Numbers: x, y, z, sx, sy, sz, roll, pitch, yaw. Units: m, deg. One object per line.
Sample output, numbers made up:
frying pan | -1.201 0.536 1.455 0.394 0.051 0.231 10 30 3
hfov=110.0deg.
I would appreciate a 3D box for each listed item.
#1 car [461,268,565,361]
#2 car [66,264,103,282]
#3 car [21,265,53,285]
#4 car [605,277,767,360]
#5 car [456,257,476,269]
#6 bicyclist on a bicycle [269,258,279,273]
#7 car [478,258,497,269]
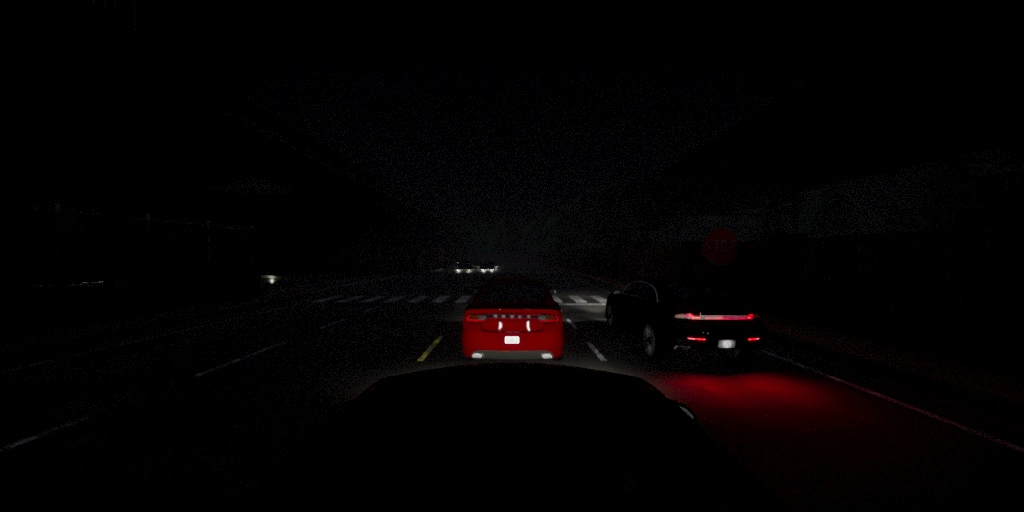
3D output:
car | 0.059 1.221 8.336 1.882 1.535 5.008 0 0 1
car | -34.015 1.288 27.260 4.181 1.385 1.994 0 0 -1
car | -34.449 1.219 23.756 4.902 1.511 2.128 0 0 -1
car | 3.558 1.235 8.332 2.128 1.511 4.902 0 0 0
car | -7.122 1.050 53.951 2.097 1.767 4.553 0 0 -1
bicyclist on a bicycle | -25.450 1.014 38.323 0.582 1.620 1.656 0 0 -1
car | -3.618 1.262 53.641 1.994 1.385 4.181 0 0 -1
